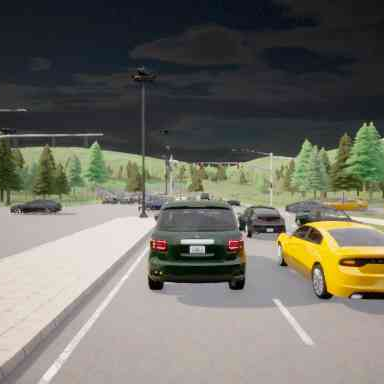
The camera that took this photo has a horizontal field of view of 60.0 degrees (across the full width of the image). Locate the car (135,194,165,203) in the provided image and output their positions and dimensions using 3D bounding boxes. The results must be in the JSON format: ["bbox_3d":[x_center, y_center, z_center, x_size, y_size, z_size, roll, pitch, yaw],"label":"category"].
[{"bbox_3d":[-3.677,1.352,37.332,4.553,1.767,2.097,0,0,-4],"label":"car"}]

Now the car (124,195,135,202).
[{"bbox_3d":[-15.105,1.478,80.675,1.882,1.535,5.008,0,0,0],"label":"car"}]

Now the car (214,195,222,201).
[{"bbox_3d":[6.887,1.478,88.513,1.882,1.535,5.008,0,0,0],"label":"car"}]

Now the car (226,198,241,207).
[{"bbox_3d":[6.543,1.601,52.932,1.895,1.301,4.718,0,0,2],"label":"car"}]

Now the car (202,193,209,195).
[{"bbox_3d":[3.389,1.225,86.090,2.150,2.045,5.566,0,0,0],"label":"car"}]

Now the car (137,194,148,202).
[{"bbox_3d":[-11.602,1.355,78.146,2.097,1.767,4.553,0,0,0],"label":"car"}]

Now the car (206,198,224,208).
[{"bbox_3d":[3.399,1.601,50.213,1.895,1.301,4.718,0,0,-6],"label":"car"}]

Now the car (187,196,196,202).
[{"bbox_3d":[-0.100,1.553,78.746,1.994,1.385,4.181,0,0,0],"label":"car"}]

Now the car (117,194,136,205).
[{"bbox_3d":[-11.687,1.526,60.189,1.812,1.442,4.674,0,0,1],"label":"car"}]

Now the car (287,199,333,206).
[{"bbox_3d":[11.790,1.564,34.355,4.181,1.385,1.994,0,0,-1],"label":"car"}]

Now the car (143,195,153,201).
[{"bbox_3d":[-11.613,1.552,88.158,1.994,1.385,4.181,0,0,0],"label":"car"}]

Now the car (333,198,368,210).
[{"bbox_3d":[17.304,1.478,37.936,5.008,1.535,1.882,0,0,1],"label":"car"}]

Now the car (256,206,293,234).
[{"bbox_3d":[3.580,1.505,17.691,1.837,1.490,4.892,0,0,0],"label":"car"}]

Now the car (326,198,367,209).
[{"bbox_3d":[20.779,1.526,44.897,4.674,1.442,1.812,0,0,1],"label":"car"}]

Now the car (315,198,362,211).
[{"bbox_3d":[18.204,1.492,41.425,4.902,1.511,2.128,0,0,1],"label":"car"}]

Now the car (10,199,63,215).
[{"bbox_3d":[-15.442,1.505,33.114,4.892,1.490,1.837,0,0,-1],"label":"car"}]

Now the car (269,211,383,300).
[{"bbox_3d":[3.589,1.478,8.466,1.882,1.535,5.008,0,0,0],"label":"car"}]

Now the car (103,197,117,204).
[{"bbox_3d":[-15.132,1.564,61.615,1.994,1.385,4.181,0,0,0],"label":"car"}]

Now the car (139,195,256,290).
[{"bbox_3d":[0.091,1.221,9.212,2.150,2.045,5.566,0,0,0],"label":"car"}]

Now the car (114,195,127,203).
[{"bbox_3d":[-15.091,1.500,70.287,1.837,1.490,4.892,0,0,0],"label":"car"}]

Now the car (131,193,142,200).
[{"bbox_3d":[-15.106,1.224,91.217,2.150,2.045,5.566,0,0,0],"label":"car"}]

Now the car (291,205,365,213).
[{"bbox_3d":[7.080,1.601,17.864,1.895,1.301,4.718,0,0,0],"label":"car"}]

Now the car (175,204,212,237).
[{"bbox_3d":[0.079,1.505,19.069,1.837,1.490,4.892,0,0,0],"label":"car"}]
